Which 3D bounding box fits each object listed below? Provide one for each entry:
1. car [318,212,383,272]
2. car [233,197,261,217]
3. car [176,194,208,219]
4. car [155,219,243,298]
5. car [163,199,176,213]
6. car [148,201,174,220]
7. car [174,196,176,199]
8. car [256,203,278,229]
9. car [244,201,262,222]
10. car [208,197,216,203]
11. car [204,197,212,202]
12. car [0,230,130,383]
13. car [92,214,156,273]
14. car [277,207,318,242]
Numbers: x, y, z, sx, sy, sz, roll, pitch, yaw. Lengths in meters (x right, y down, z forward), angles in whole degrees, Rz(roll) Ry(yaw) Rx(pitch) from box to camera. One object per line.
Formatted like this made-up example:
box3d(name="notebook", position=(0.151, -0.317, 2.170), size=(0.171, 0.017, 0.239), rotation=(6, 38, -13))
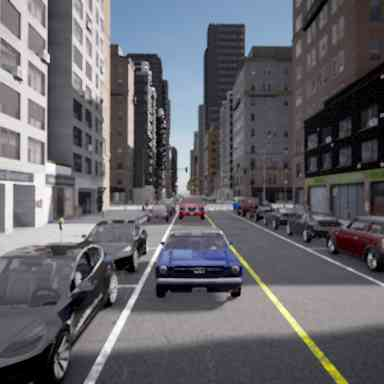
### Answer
box3d(name="car", position=(6.055, 1.501, 11.013), size=(1.967, 1.590, 4.097), rotation=(0, 0, -1))
box3d(name="car", position=(5.774, 1.472, 33.106), size=(2.192, 1.841, 5.009), rotation=(0, 0, -1))
box3d(name="car", position=(-0.040, 1.344, 29.559), size=(2.150, 2.045, 5.566), rotation=(0, 1, -1))
box3d(name="car", position=(0.116, 1.640, 8.780), size=(1.895, 1.301, 4.718), rotation=(0, 0, -1))
box3d(name="car", position=(-2.752, 1.705, 32.989), size=(1.947, 1.339, 4.313), rotation=(0, 0, -1))
box3d(name="car", position=(-2.682, 1.697, 27.465), size=(1.802, 1.307, 4.206), rotation=(0, 0, -1))
box3d(name="car", position=(-2.823, 1.604, 38.514), size=(1.967, 1.590, 4.097), rotation=(0, 0, -1))
box3d(name="car", position=(5.914, 1.660, 22.058), size=(2.008, 1.369, 4.403), rotation=(0, 0, -1))
box3d(name="car", position=(5.843, 1.699, 27.581), size=(1.947, 1.339, 4.313), rotation=(0, 0, -1))
box3d(name="car", position=(4.856, 1.838, 82.511), size=(1.967, 1.590, 4.097), rotation=(0, 0, -2))
box3d(name="car", position=(4.463, 2.041, 93.813), size=(1.802, 1.307, 4.206), rotation=(0, 0, -2))
box3d(name="car", position=(-2.399, 1.585, 5.366), size=(1.947, 1.339, 4.313), rotation=(0, 0, -1))
box3d(name="car", position=(-2.469, 1.609, 10.891), size=(1.947, 1.339, 4.313), rotation=(0, 0, -1))
box3d(name="car", position=(5.985, 1.636, 16.535), size=(2.008, 1.369, 4.403), rotation=(0, 0, -1))
